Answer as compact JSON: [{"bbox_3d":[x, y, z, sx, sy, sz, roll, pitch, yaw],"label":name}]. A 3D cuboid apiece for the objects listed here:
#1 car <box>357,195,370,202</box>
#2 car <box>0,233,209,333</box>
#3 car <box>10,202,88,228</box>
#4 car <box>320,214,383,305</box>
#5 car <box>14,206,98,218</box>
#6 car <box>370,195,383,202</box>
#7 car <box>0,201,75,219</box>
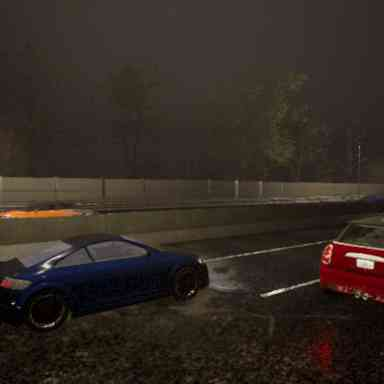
[{"bbox_3d":[25.908,1.201,48.222,5.008,1.535,1.882,0,0,-35],"label":"car"},{"bbox_3d":[-1.692,1.547,6.838,4.181,1.385,1.994,0,0,-36],"label":"car"},{"bbox_3d":[-9.747,1.490,22.849,4.674,1.442,1.812,0,0,-35],"label":"car"},{"bbox_3d":[4.838,1.298,7.197,4.553,1.767,2.097,0,0,-36],"label":"car"},{"bbox_3d":[-6.084,1.568,16.851,4.718,1.301,1.895,0,0,-36],"label":"car"},{"bbox_3d":[26.335,1.224,44.251,4.902,1.511,2.128,-1,0,-35],"label":"car"},{"bbox_3d":[-8.745,1.325,19.248,4.553,1.767,2.097,0,0,-35],"label":"car"}]
